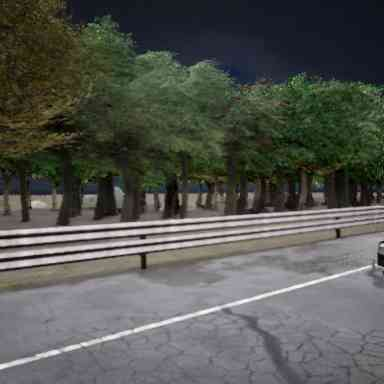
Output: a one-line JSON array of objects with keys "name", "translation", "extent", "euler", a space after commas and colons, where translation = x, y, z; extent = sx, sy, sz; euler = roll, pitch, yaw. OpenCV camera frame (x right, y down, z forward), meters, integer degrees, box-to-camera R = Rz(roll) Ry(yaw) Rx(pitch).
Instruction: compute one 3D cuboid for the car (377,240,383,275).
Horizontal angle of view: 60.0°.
[{"name": "car", "translation": [6.588, 1.427, 8.446], "extent": [4.902, 1.511, 2.128], "euler": [-1, 0, -35]}]
